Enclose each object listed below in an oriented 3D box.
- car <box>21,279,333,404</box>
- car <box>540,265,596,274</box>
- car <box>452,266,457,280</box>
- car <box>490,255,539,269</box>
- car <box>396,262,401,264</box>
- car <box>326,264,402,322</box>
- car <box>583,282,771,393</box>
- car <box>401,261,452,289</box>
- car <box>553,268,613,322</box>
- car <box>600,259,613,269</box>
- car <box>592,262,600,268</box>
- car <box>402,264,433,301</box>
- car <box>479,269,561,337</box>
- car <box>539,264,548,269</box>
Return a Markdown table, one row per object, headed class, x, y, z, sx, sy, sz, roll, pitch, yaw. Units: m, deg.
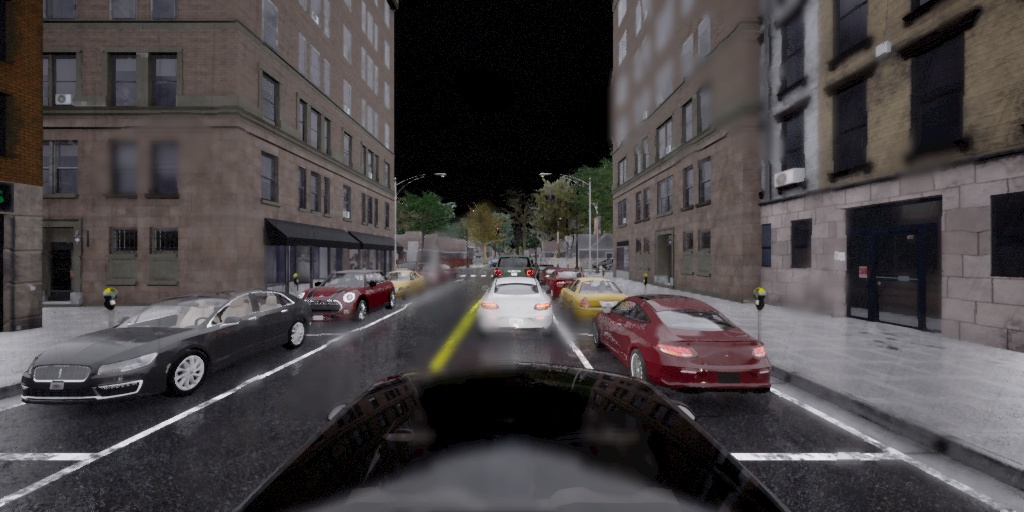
| class | x | y | z | sx | sy | sz | roll | pitch | yaw |
| --- | --- | --- | --- | --- | --- | --- | --- | --- | --- |
| car | -5.386 | 1.301 | 6.433 | 2.007 | 1.370 | 4.403 | 0 | 0 | 0 |
| car | 2.645 | 1.300 | 17.468 | 1.888 | 1.381 | 4.507 | 0 | 0 | 0 |
| car | -5.374 | 1.343 | 28.508 | 1.802 | 1.307 | 4.207 | 0 | 0 | 0 |
| car | 0.110 | 0.978 | 19.915 | 2.150 | 2.045 | 5.566 | 0 | 0 | 0 |
| car | -15.733 | 1.423 | 51.492 | 4.181 | 1.385 | 1.994 | 0 | 0 | 0 |
| car | -5.383 | 1.192 | 11.951 | 1.967 | 1.591 | 4.097 | 0 | 0 | 0 |
| car | 2.639 | 1.332 | 6.431 | 1.802 | 1.307 | 4.207 | 0 | 0 | 0 |
| car | -5.377 | 1.198 | 22.989 | 1.967 | 1.591 | 4.097 | 0 | 0 | 0 |
| car | 2.642 | 1.278 | 12.120 | 1.751 | 1.417 | 4.829 | 0 | 0 | 0 |
| car | 14.506 | 1.243 | 48.218 | 4.181 | 1.385 | 1.994 | 0 | 0 | 0 |
| car | 14.004 | 1.187 | 51.459 | 4.892 | 1.490 | 1.837 | 0 | 0 | 1 |
| car | -5.380 | 1.280 | 17.300 | 1.751 | 1.417 | 4.829 | 0 | 0 | 0 |
| car | 0.103 | 1.277 | 10.152 | 1.812 | 1.442 | 4.674 | 0 | 0 | 0 |
| car | 2.648 | 1.340 | 22.986 | 1.802 | 1.307 | 4.207 | 0 | 0 | 0 |
